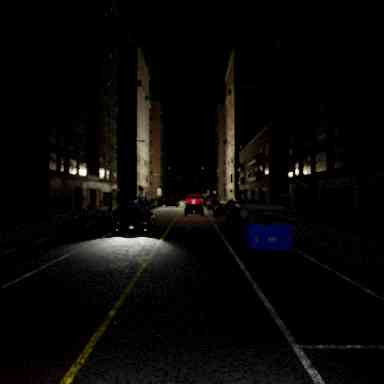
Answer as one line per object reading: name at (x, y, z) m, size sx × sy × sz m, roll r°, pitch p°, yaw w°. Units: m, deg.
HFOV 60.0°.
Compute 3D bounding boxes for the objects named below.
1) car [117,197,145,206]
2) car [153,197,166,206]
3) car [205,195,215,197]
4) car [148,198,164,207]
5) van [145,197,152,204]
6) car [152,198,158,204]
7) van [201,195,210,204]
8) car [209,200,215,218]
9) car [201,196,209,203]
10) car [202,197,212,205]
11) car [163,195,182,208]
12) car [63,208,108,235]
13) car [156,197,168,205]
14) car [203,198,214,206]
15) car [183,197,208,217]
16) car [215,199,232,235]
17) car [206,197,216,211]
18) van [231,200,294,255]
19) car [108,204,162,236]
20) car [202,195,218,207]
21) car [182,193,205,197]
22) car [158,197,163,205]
car at (-5.760, 1.482, 30.134) m, size 1.967 × 1.590 × 4.097 m, roll 1°, pitch 0°, yaw 0°
car at (-5.673, 1.654, 58.498) m, size 1.947 × 1.339 × 4.313 m, roll 1°, pitch 0°, yaw 0°
car at (2.818, 1.601, 47.291) m, size 1.752 × 1.417 × 4.829 m, roll 1°, pitch 0°, yaw 0°
car at (-5.691, 1.645, 52.825) m, size 1.947 × 1.339 × 4.313 m, roll 1°, pitch 0°, yaw 0°
van at (-5.741, 1.393, 35.807) m, size 1.690 × 1.788 × 3.998 m, roll 1°, pitch 0°, yaw 0°
car at (-5.726, 1.643, 41.479) m, size 1.802 × 1.307 × 4.206 m, roll 1°, pitch 0°, yaw 0°
van at (2.891, 1.451, 69.815) m, size 1.690 × 1.788 × 3.998 m, roll 1°, pitch 0°, yaw 0°
car at (2.765, 1.629, 30.101) m, size 1.802 × 1.307 × 4.206 m, roll 1°, pitch 0°, yaw 0°
car at (2.907, 1.644, 75.658) m, size 1.752 × 1.417 × 4.829 m, roll 1°, pitch 0°, yaw 0°
car at (2.872, 1.628, 64.311) m, size 1.752 × 1.417 × 4.829 m, roll 1°, pitch 0°, yaw 0°
car at (-2.932, 1.554, 49.872) m, size 1.882 × 1.535 × 5.008 m, roll 0°, pitch 0°, yaw 0°
car at (-5.796, 1.606, 18.788) m, size 1.802 × 1.307 × 4.206 m, roll 1°, pitch 0°, yaw 0°
car at (-5.655, 1.642, 64.171) m, size 1.887 × 1.381 × 4.507 m, roll 1°, pitch 0°, yaw 0°
car at (2.852, 1.675, 58.468) m, size 1.802 × 1.307 × 4.206 m, roll 1°, pitch 0°, yaw 0°
car at (0.196, 1.541, 32.270) m, size 2.128 × 1.511 × 4.902 m, roll 0°, pitch 0°, yaw 0°
car at (2.732, 1.344, 18.755) m, size 2.192 × 1.841 × 5.009 m, roll 1°, pitch 0°, yaw 0°
car at (2.800, 1.632, 41.448) m, size 1.947 × 1.339 × 4.313 m, roll 1°, pitch 0°, yaw 0°
van at (2.714, 1.361, 13.082) m, size 1.690 × 1.788 × 3.998 m, roll 1°, pitch 0°, yaw 0°
car at (-3.047, 1.590, 18.638) m, size 1.994 × 1.385 × 4.181 m, roll 0°, pitch 0°, yaw 0°
car at (2.837, 1.399, 52.795) m, size 2.192 × 1.841 × 5.009 m, roll 1°, pitch 0°, yaw 0°
car at (0.228, 1.289, 42.688) m, size 2.150 × 2.045 × 5.566 m, roll 0°, pitch 0°, yaw 0°
car at (-5.708, 1.621, 47.152) m, size 2.008 × 1.369 × 4.403 m, roll 1°, pitch 0°, yaw 0°
